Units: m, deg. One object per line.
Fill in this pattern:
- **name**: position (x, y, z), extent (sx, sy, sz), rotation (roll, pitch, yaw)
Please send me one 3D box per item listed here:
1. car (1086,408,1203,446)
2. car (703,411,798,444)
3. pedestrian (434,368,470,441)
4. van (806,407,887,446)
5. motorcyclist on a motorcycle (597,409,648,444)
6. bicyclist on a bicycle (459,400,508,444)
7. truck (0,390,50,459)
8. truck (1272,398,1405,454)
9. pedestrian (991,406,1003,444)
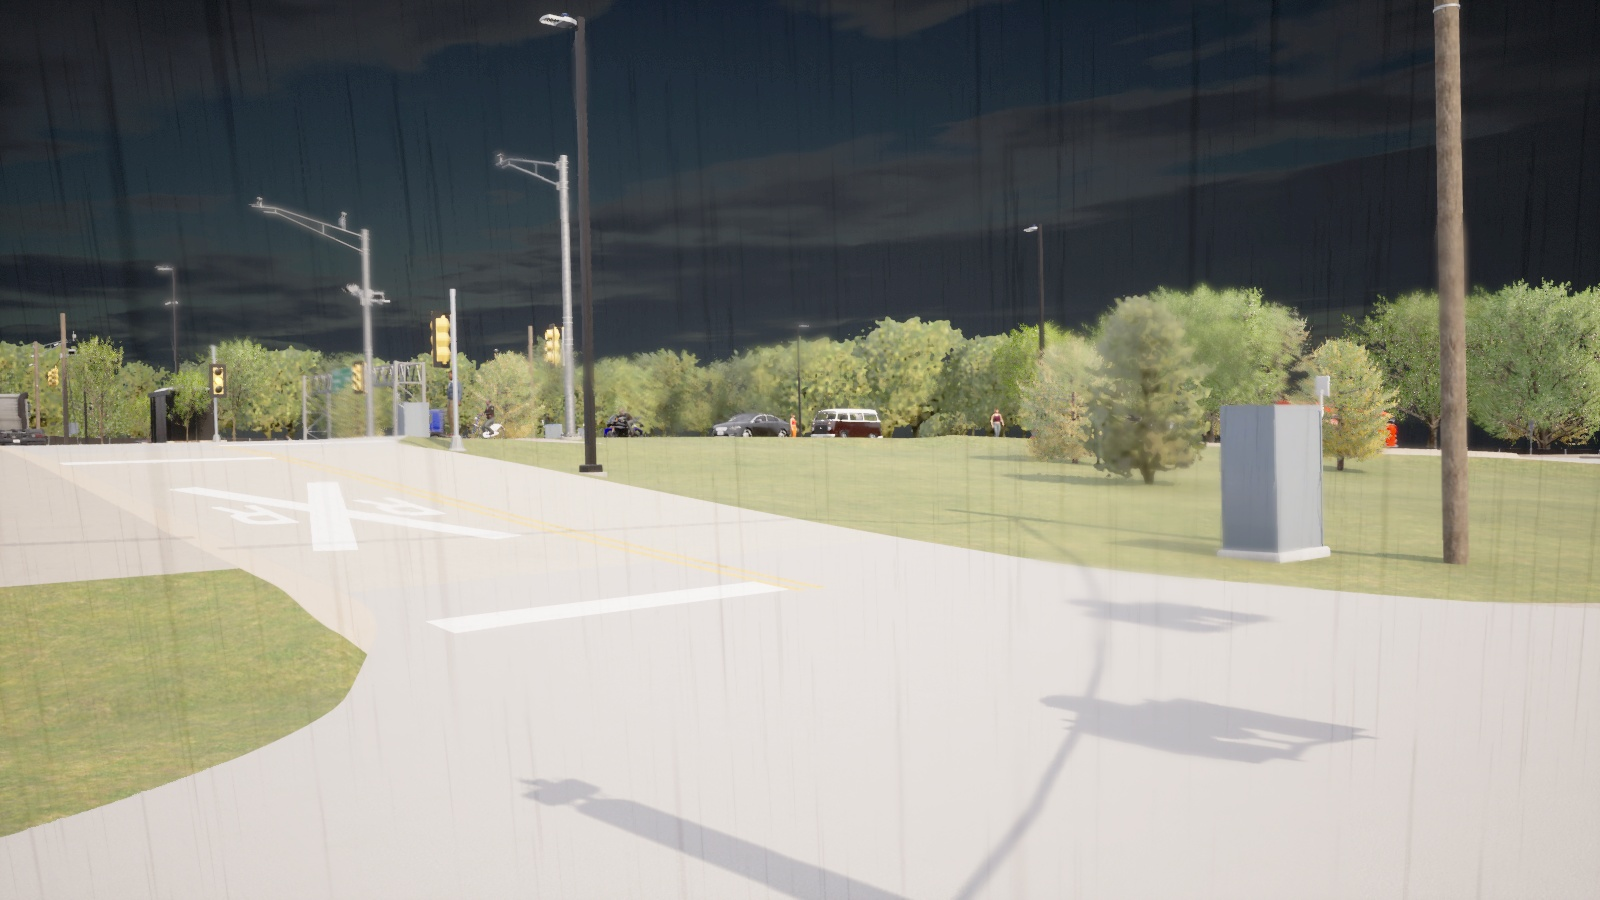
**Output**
- **car**: position (15.269, -0.995, 55.782), extent (4.514, 1.525, 2.007), rotation (2, 0, -6)
- **car**: position (-2.429, -1.098, 62.692), extent (2.128, 1.511, 4.902), rotation (-1, -1, 36)
- **pedestrian**: position (-9.452, -1.232, 34.093), extent (0.788, 1.949, 0.423), rotation (-2, 1, -39)
- **van**: position (2.608, -1.298, 70.299), extent (2.069, 2.038, 4.480), rotation (-1, -1, 43)
- **motorcyclist on a motorcycle**: position (-7.992, -1.046, 56.679), extent (0.866, 1.530, 2.191), rotation (-1, -1, 44)
- **bicyclist on a bicycle**: position (-13.017, -1.157, 51.704), extent (1.843, 1.776, 0.659), rotation (-1, 0, -43)
- **truck**: position (-42.448, -1.262, 67.000), extent (2.891, 3.462, 7.936), rotation (-2, 1, -39)
- **truck**: position (25.986, -1.162, 60.778), extent (5.204, 2.467, 2.627), rotation (2, 2, -1)
- **pedestrian**: position (9.579, -1.192, 61.069), extent (0.345, 1.836, 0.594), rotation (-2, 1, -9)
